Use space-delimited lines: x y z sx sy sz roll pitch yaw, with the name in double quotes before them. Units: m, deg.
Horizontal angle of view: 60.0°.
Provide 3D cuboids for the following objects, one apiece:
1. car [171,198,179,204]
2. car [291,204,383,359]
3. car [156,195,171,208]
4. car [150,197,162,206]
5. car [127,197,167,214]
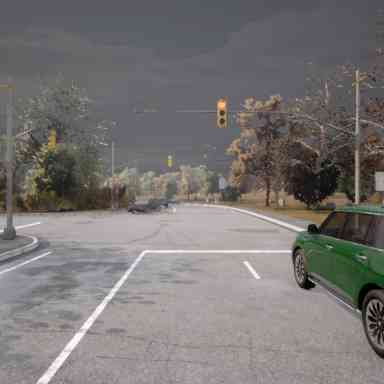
"car" -4.656 2.359 82.987 2.128 1.511 4.902 0 -1 -22
"car" 3.582 1.221 6.066 2.150 2.045 5.566 0 0 0
"car" -4.947 1.437 52.966 2.150 2.045 5.566 0 -1 -7
"car" -7.526 1.917 69.043 2.097 1.767 4.553 0 -1 -13
"car" -4.917 1.563 35.463 2.033 1.411 5.357 0 0 17
